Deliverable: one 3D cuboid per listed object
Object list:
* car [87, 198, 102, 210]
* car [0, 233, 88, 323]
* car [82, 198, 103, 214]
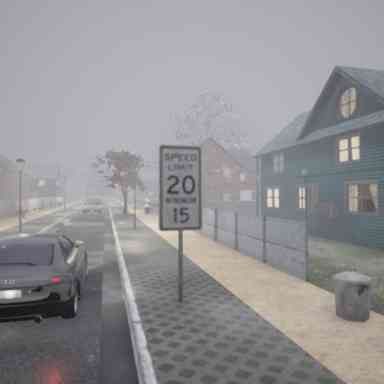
[{"bbox_3d":[-13.474,1.601,46.221,1.837,1.490,4.892,0,0,-14],"label":"car"},{"bbox_3d":[-3.357,1.574,7.155,1.994,1.385,4.181,0,0,-15],"label":"car"},{"bbox_3d":[-10.952,1.670,36.675,1.895,1.301,4.718,0,0,-14],"label":"car"}]
